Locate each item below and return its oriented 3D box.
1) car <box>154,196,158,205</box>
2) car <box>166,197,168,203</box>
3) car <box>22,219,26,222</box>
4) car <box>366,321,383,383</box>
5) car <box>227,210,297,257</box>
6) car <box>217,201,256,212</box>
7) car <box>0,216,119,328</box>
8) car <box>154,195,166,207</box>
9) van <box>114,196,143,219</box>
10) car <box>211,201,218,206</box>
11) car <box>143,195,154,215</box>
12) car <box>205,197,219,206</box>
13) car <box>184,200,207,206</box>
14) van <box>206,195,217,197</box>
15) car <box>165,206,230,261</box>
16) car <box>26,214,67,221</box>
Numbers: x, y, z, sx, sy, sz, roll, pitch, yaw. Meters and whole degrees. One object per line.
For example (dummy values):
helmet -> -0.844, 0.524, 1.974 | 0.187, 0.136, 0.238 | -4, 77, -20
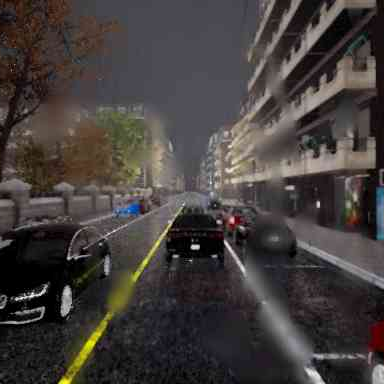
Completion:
car -> -5.707, 1.584, 40.485 | 2.008, 1.369, 4.403 | 0, 0, 0
car -> -5.712, 1.616, 57.091 | 1.947, 1.339, 4.313 | 0, 0, 0
car -> -5.696, 1.530, 7.104 | 1.752, 1.417, 4.829 | 0, 0, 0
car -> 2.686, 1.546, 1.742 | 1.887, 1.381, 4.507 | 0, 0, 0
car -> 2.683, 1.575, 12.813 | 1.947, 1.339, 4.313 | 0, 0, 0
car -> 2.680, 1.454, 18.348 | 1.967, 1.590, 4.097 | 0, 0, 0
car -> -3.103, 1.510, 7.295 | 1.837, 1.490, 4.892 | 0, 0, 0
car -> -5.712, 1.359, 51.556 | 2.192, 1.841, 5.009 | 0, 0, 0
van -> -5.705, 1.364, 29.414 | 1.690, 1.788, 3.998 | 0, 0, 0
car -> 2.679, 1.584, 23.883 | 1.947, 1.339, 4.313 | 0, 0, 0
car -> -5.707, 1.343, 34.950 | 2.192, 1.841, 5.009 | 0, 0, 0
car -> 2.674, 1.599, 40.488 | 1.947, 1.339, 4.313 | 0, 0, 0
car -> 0.089, 1.624, 29.624 | 1.895, 1.301, 4.718 | 0, 0, 0
van -> 2.670, 1.380, 46.024 | 1.690, 1.788, 3.998 | 0, 0, 0
car -> 0.096, 1.486, 12.290 | 1.882, 1.535, 5.008 | 0, 0, 0
car -> -5.698, 1.560, 12.810 | 2.008, 1.369, 4.403 | 0, 0, 0
